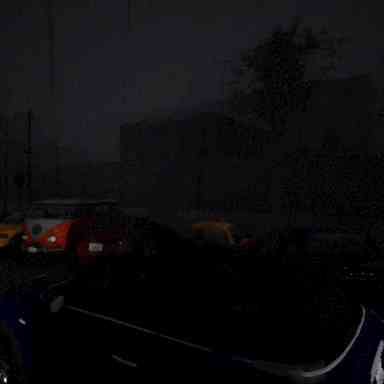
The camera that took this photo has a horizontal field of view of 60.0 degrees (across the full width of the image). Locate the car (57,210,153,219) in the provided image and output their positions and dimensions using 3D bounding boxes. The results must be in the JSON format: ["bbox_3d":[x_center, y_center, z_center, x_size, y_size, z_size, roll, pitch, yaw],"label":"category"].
[{"bbox_3d":[-1.865,1.501,10.845,2.163,1.488,4.792,0,-1,16],"label":"car"}]

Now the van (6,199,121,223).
[{"bbox_3d":[-4.324,1.237,12.438,1.878,1.987,4.442,1,-1,16],"label":"van"}]

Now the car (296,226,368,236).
[{"bbox_3d":[2.982,1.487,7.348,2.231,1.521,4.892,0,-1,15],"label":"car"}]

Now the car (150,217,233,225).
[{"bbox_3d":[0.606,1.476,9.264,1.946,1.575,5.366,0,-1,15],"label":"car"}]

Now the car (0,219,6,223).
[{"bbox_3d":[-6.772,1.453,14.102,1.946,1.575,5.366,1,-1,15],"label":"car"}]

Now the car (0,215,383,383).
[{"bbox_3d":[-0.376,1.346,3.646,4.553,1.767,2.097,0,0,35],"label":"car"}]
